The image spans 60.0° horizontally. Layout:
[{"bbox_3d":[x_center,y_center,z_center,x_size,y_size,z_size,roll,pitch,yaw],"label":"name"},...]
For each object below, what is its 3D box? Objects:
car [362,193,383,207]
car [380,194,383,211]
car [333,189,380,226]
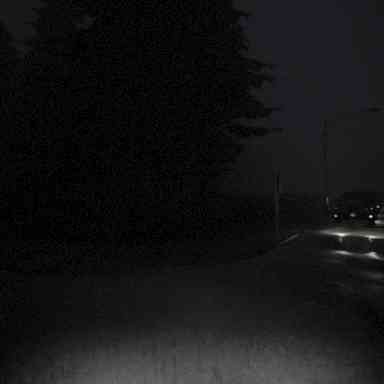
[{"bbox_3d":[21.505,0.942,39.415,2.033,1.411,5.357,-1,0,31],"label":"car"},{"bbox_3d":[15.942,0.770,30.268,2.150,2.045,5.566,-1,0,31],"label":"car"},{"bbox_3d":[10.559,0.919,21.328,2.150,2.045,5.566,-1,0,31],"label":"car"}]
